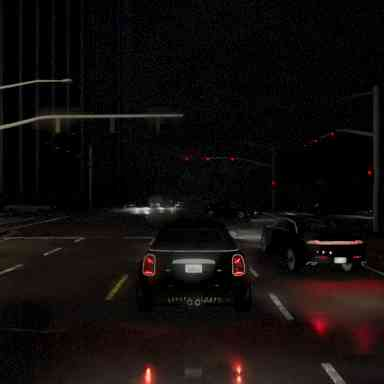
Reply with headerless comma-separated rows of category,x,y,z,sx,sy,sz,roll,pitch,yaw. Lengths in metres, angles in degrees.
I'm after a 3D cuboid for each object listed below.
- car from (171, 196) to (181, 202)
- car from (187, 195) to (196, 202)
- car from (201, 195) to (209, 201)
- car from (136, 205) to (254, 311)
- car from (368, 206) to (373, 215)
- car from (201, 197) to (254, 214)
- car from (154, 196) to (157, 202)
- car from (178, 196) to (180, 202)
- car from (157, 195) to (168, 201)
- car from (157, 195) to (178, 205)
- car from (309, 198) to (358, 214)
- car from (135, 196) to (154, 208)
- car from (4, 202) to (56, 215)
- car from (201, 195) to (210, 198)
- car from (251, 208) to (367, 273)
car,-3.637,1.539,75.836,2.033,1.411,5.357,0,0,0
car,-0.141,1.478,77.833,1.882,1.535,5.008,0,0,0
car,3.341,1.478,87.916,1.882,1.535,5.008,0,0,0
car,0.043,1.352,7.919,2.097,1.767,4.553,0,0,0
car,19.120,1.560,31.116,4.892,1.490,1.837,0,0,0
car,3.306,1.529,29.339,4.892,1.490,1.837,0,2,34
car,-7.152,1.526,65.530,1.812,1.442,4.674,0,0,0
car,-3.677,1.504,61.492,1.837,1.490,4.892,0,0,0
car,-7.146,1.500,80.829,2.033,1.411,5.357,0,0,0
car,-3.687,1.352,50.504,2.097,1.767,4.553,0,0,0
car,14.609,1.407,34.669,4.553,1.767,2.097,0,0,2
car,-7.187,1.601,49.353,1.895,1.301,4.718,0,0,0
car,-16.845,1.656,34.674,4.718,1.301,1.895,0,0,-3
car,3.359,1.500,77.817,1.837,1.490,4.892,0,0,0
car,3.600,1.492,10.729,2.128,1.511,4.902,0,0,-3
